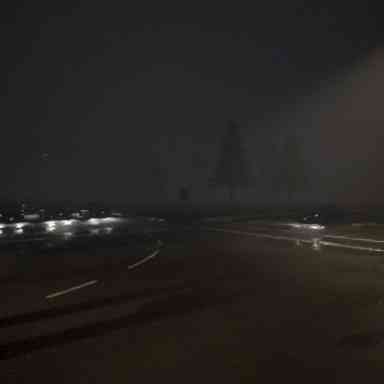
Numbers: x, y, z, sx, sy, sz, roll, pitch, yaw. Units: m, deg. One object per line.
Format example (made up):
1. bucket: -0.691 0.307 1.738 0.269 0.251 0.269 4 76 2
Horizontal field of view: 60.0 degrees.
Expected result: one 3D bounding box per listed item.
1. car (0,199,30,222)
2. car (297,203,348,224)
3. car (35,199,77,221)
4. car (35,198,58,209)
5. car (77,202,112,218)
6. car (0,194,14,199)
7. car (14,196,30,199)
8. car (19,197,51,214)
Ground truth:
1. car: -14.388 1.549 25.903 2.033 1.411 5.357 0 0 -35
2. car: 9.938 1.612 25.076 4.674 1.442 1.812 -1 1 -36
3. car: -11.424 1.571 27.771 1.994 1.385 4.181 0 0 -35
4. car: -20.811 1.558 47.430 2.033 1.411 5.357 0 0 -35
5. car: -8.790 1.576 30.116 1.994 1.385 4.181 0 0 -35
6. car: -20.222 1.221 34.327 2.150 2.045 5.566 0 0 -36
7. car: -24.930 1.492 47.223 2.128 1.511 4.902 0 0 -35
8. car: -16.621 1.554 35.249 2.033 1.411 5.357 0 0 -35
